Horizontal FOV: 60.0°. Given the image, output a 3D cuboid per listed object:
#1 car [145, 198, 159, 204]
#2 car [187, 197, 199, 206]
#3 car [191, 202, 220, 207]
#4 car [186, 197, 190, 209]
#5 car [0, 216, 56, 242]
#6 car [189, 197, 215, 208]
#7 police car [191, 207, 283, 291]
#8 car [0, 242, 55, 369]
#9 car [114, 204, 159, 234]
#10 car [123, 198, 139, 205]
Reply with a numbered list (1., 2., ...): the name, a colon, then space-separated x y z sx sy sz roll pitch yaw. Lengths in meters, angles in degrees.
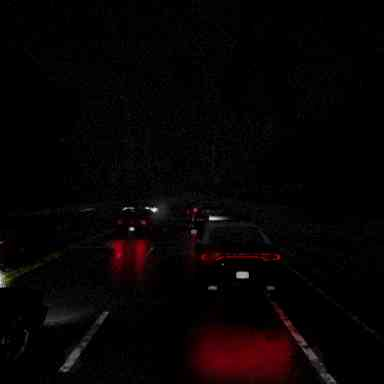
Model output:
1. car: -6.455 1.664 54.062 2.128 1.511 4.902 0 0 0
2. car: 0.151 1.700 60.851 2.128 1.511 4.902 0 0 0
3. car: 1.025 1.532 19.002 1.812 1.442 4.674 0 0 0
4. car: 0.147 1.659 46.625 1.812 1.442 4.674 0 0 1
5. car: -6.566 1.563 11.961 1.994 1.385 4.181 0 0 0
6. car: 1.038 1.377 24.974 2.097 1.767 4.553 0 0 0
7. police car: 1.000 1.425 9.111 1.930 1.638 5.238 0 0 0
8. car: -3.139 1.547 2.672 2.033 1.411 5.357 0 0 0
9. car: -3.103 1.608 19.374 1.895 1.301 4.718 0 0 0
10. car: -9.712 1.715 53.361 2.033 1.411 5.357 0 0 0
